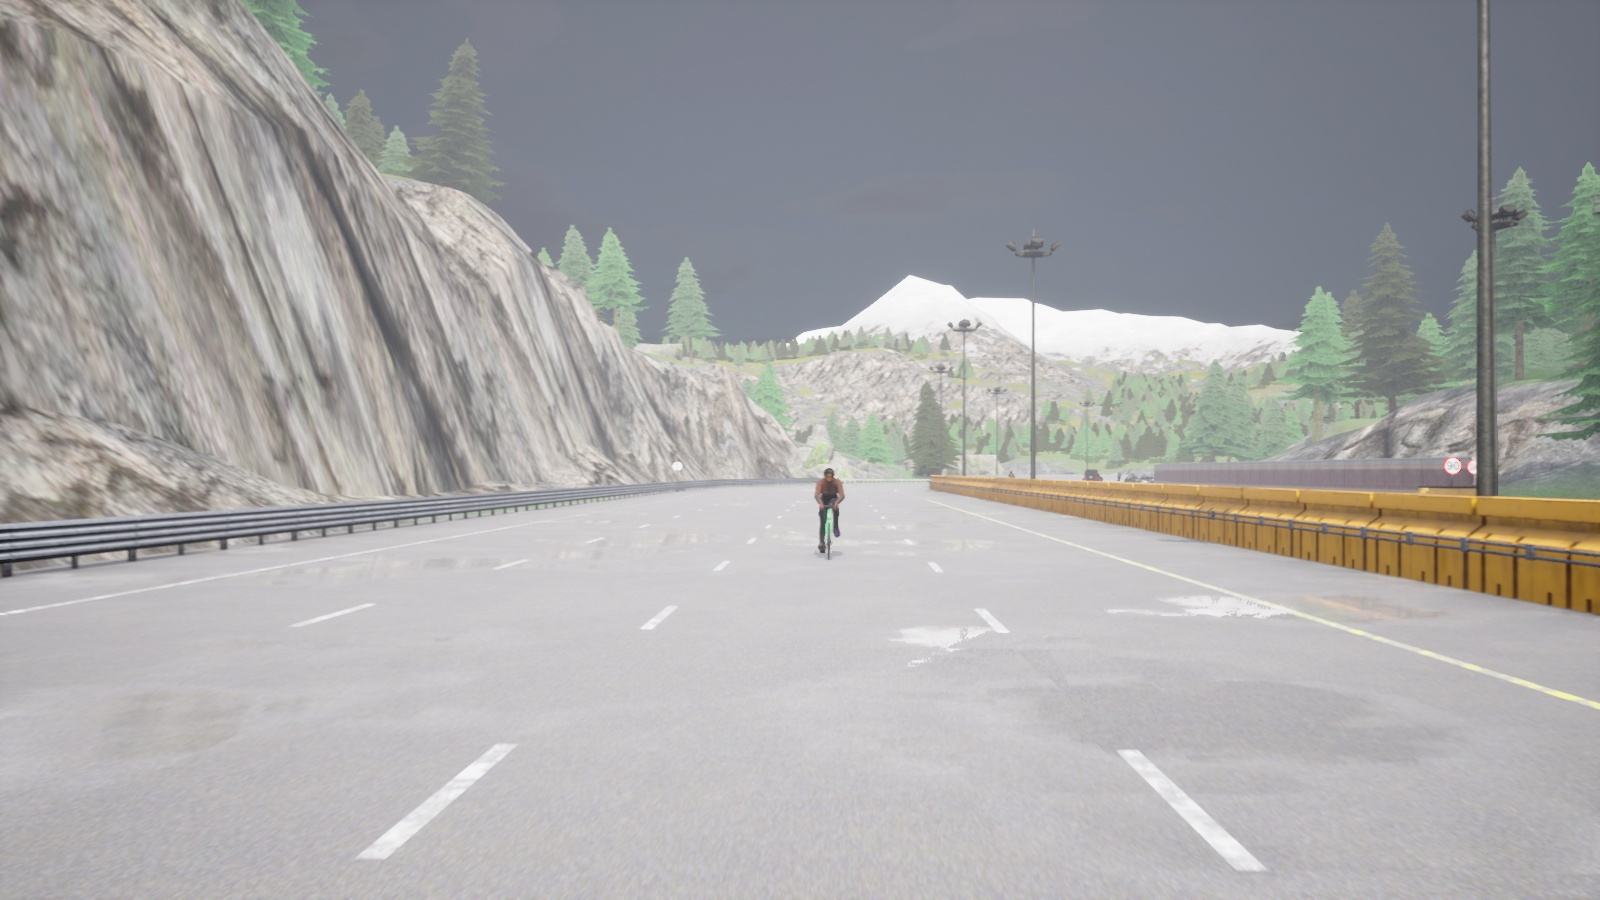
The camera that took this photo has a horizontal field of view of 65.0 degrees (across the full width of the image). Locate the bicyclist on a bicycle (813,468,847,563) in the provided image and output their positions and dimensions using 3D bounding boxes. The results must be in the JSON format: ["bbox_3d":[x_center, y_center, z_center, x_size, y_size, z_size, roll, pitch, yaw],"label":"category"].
[{"bbox_3d":[0.534,1.140,22.338,0.582,1.620,1.656,0,0,2],"label":"bicyclist on a bicycle"}]
